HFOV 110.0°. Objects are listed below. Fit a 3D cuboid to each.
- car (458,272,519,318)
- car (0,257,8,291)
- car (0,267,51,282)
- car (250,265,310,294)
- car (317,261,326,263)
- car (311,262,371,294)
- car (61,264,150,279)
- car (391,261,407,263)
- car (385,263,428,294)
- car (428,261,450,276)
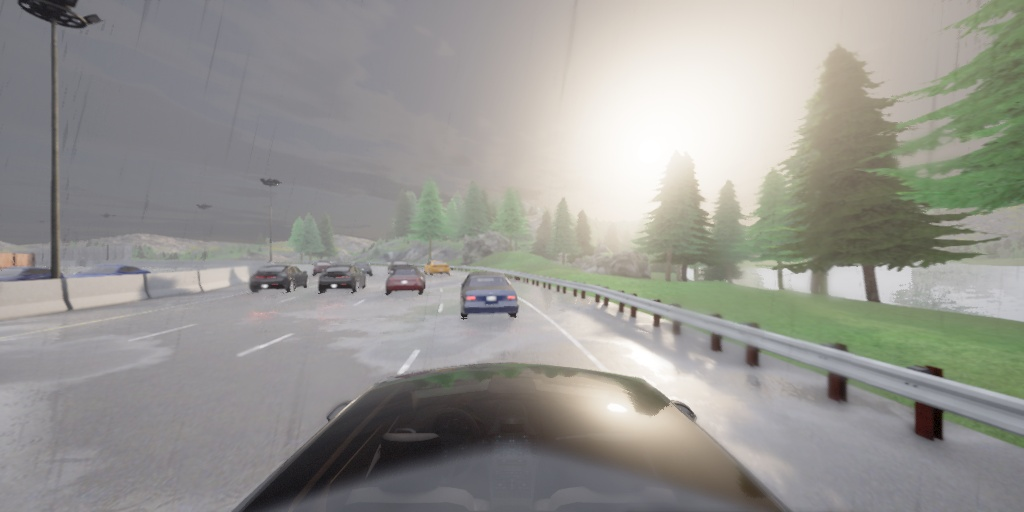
[{"bbox_3d":[-0.942,1.281,12.902,2.033,1.411,5.357,0,0,-8],"label":"car"},{"bbox_3d":[-30.973,1.061,18.931,2.150,2.045,5.566,0,0,-18],"label":"car"},{"bbox_3d":[-27.699,1.351,20.028,1.812,1.442,4.674,0,0,-18],"label":"car"},{"bbox_3d":[-13.216,1.274,20.659,1.837,1.490,4.892,0,0,-14],"label":"car"},{"bbox_3d":[-19.824,1.289,37.694,1.812,1.442,4.674,0,0,-27],"label":"car"},{"bbox_3d":[-9.534,1.259,20.390,1.837,1.490,4.892,0,0,-14],"label":"car"},{"bbox_3d":[-24.697,1.288,22.047,1.882,1.535,5.008,0,0,-19],"label":"car"},{"bbox_3d":[-11.703,1.211,37.001,1.882,1.535,5.008,0,0,-25],"label":"car"},{"bbox_3d":[-5.928,1.305,20.198,1.994,1.385,4.181,0,0,-13],"label":"car"},{"bbox_3d":[-7.734,1.196,36.670,1.882,1.535,5.008,0,0,-23],"label":"car"}]
